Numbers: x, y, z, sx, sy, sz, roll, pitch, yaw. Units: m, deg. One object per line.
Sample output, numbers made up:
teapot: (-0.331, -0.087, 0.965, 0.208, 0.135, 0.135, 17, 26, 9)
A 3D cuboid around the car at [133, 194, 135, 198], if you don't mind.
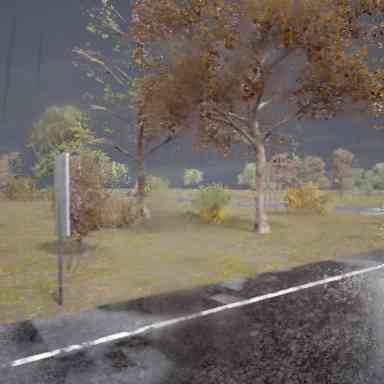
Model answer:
car: (-12.744, 0.825, 81.659, 1.895, 1.301, 4.718, -1, 1, -31)
